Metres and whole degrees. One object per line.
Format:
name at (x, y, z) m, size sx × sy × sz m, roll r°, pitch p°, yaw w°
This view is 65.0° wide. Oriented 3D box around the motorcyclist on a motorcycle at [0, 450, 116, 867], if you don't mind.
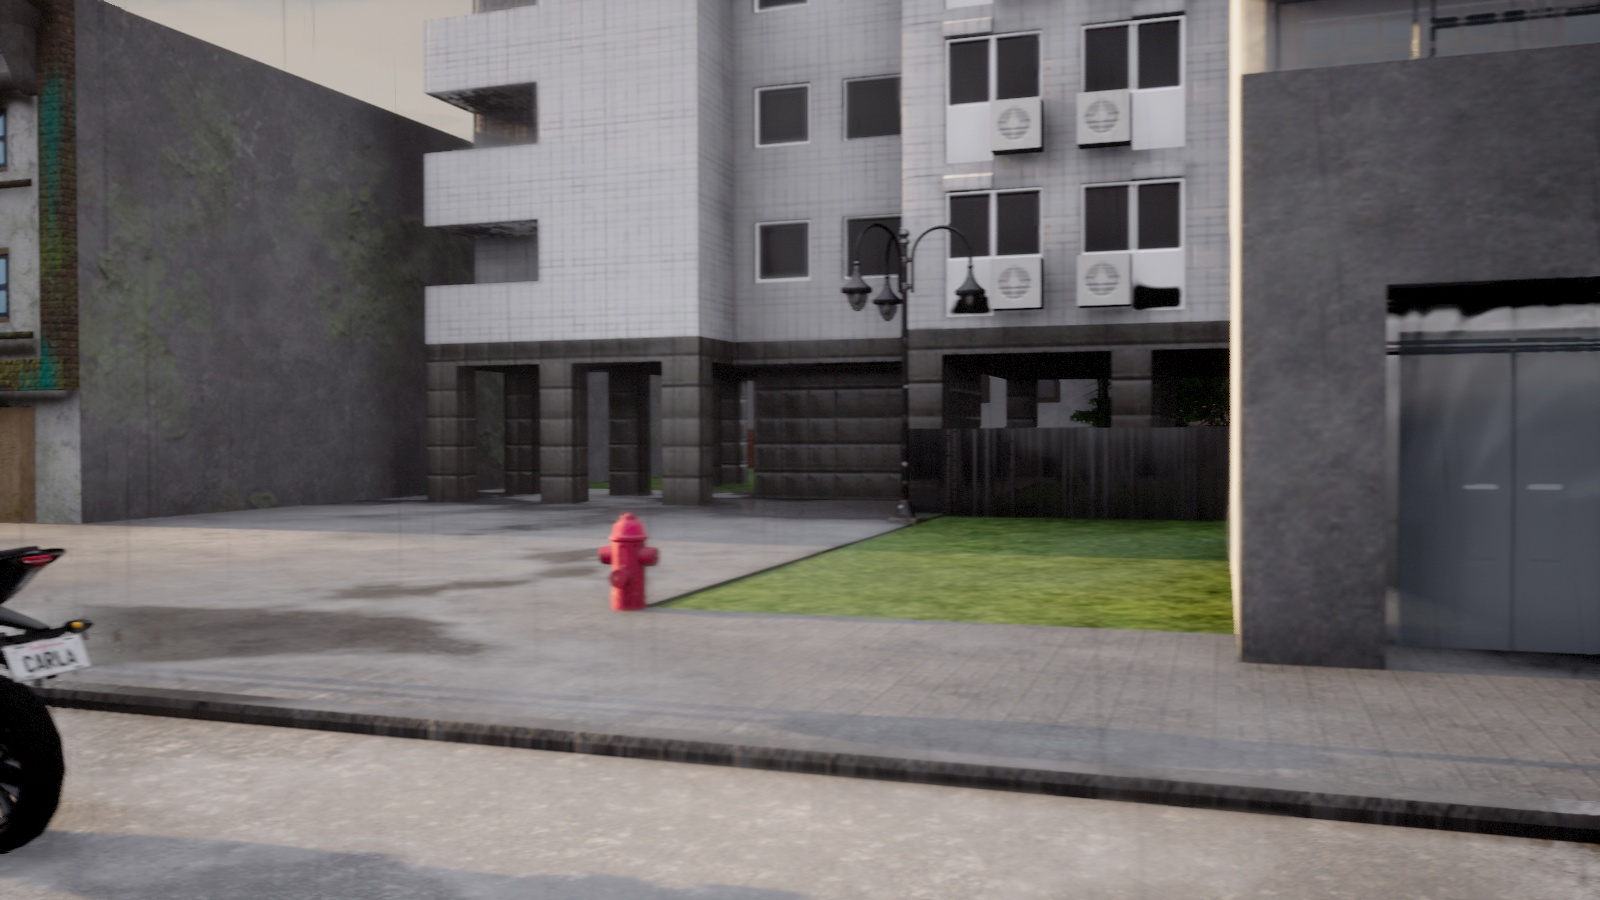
motorcyclist on a motorcycle at (-3.968, 0.766, 5.055) m, size 2.191 × 1.530 × 0.866 m, roll 1°, pitch 1°, yaw 19°
